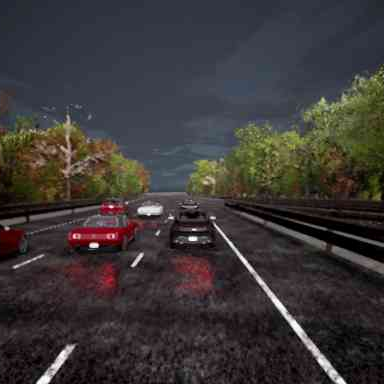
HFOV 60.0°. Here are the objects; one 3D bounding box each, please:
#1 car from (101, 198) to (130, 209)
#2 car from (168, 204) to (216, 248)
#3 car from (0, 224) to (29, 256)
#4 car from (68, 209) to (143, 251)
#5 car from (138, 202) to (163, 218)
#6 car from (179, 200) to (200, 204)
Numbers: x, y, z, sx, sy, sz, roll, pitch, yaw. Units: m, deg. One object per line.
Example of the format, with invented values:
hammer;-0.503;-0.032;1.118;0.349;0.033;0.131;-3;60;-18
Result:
car;-7.262;1.367;31.849;2.097;1.767;4.553;0;0;-1
car;0.009;1.506;14.880;1.837;1.490;4.892;0;0;-1
car;-6.952;1.528;10.430;1.812;1.442;4.674;0;0;0
car;-3.481;1.603;14.003;1.895;1.301;4.718;0;0;-1
car;-3.734;1.613;30.663;1.895;1.301;4.718;0;0;-1
car;-0.262;1.503;31.966;2.128;1.511;4.902;0;0;-1
